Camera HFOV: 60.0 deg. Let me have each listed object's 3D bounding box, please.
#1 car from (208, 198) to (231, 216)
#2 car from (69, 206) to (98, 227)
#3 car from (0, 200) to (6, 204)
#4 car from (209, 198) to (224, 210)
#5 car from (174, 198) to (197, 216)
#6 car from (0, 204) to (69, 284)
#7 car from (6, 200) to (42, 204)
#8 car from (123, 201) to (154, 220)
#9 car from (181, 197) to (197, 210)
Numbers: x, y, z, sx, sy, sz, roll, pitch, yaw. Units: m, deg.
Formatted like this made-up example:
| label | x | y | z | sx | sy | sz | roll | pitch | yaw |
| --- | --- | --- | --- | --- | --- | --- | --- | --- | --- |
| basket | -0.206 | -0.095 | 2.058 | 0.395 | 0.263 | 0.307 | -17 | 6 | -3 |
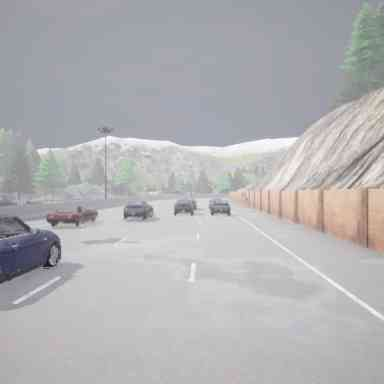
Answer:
| label | x | y | z | sx | sy | sz | roll | pitch | yaw |
| --- | --- | --- | --- | --- | --- | --- | --- | --- | --- |
| car | 2.749 | 1.491 | 32.742 | 2.128 | 1.511 | 4.902 | 0 | 0 | 2 |
| car | -8.120 | 1.601 | 23.037 | 1.895 | 1.301 | 4.718 | 0 | 0 | 2 |
| car | -21.699 | 1.590 | 37.263 | 2.033 | 1.411 | 5.357 | 0 | 0 | 2 |
| car | 3.135 | 1.525 | 43.185 | 1.812 | 1.442 | 4.674 | 0 | 0 | 2 |
| car | -0.744 | 1.505 | 33.020 | 1.837 | 1.490 | 4.892 | 0 | 0 | 2 |
| car | -5.162 | 1.351 | 8.465 | 2.097 | 1.767 | 4.553 | 0 | 0 | 2 |
| car | -18.202 | 1.643 | 37.103 | 1.895 | 1.301 | 4.718 | 0 | 0 | 2 |
| car | -4.431 | 1.493 | 28.030 | 2.128 | 1.511 | 4.902 | 0 | 0 | 2 |
| car | -0.356 | 1.477 | 43.457 | 1.882 | 1.535 | 5.008 | 0 | 0 | 2 |
